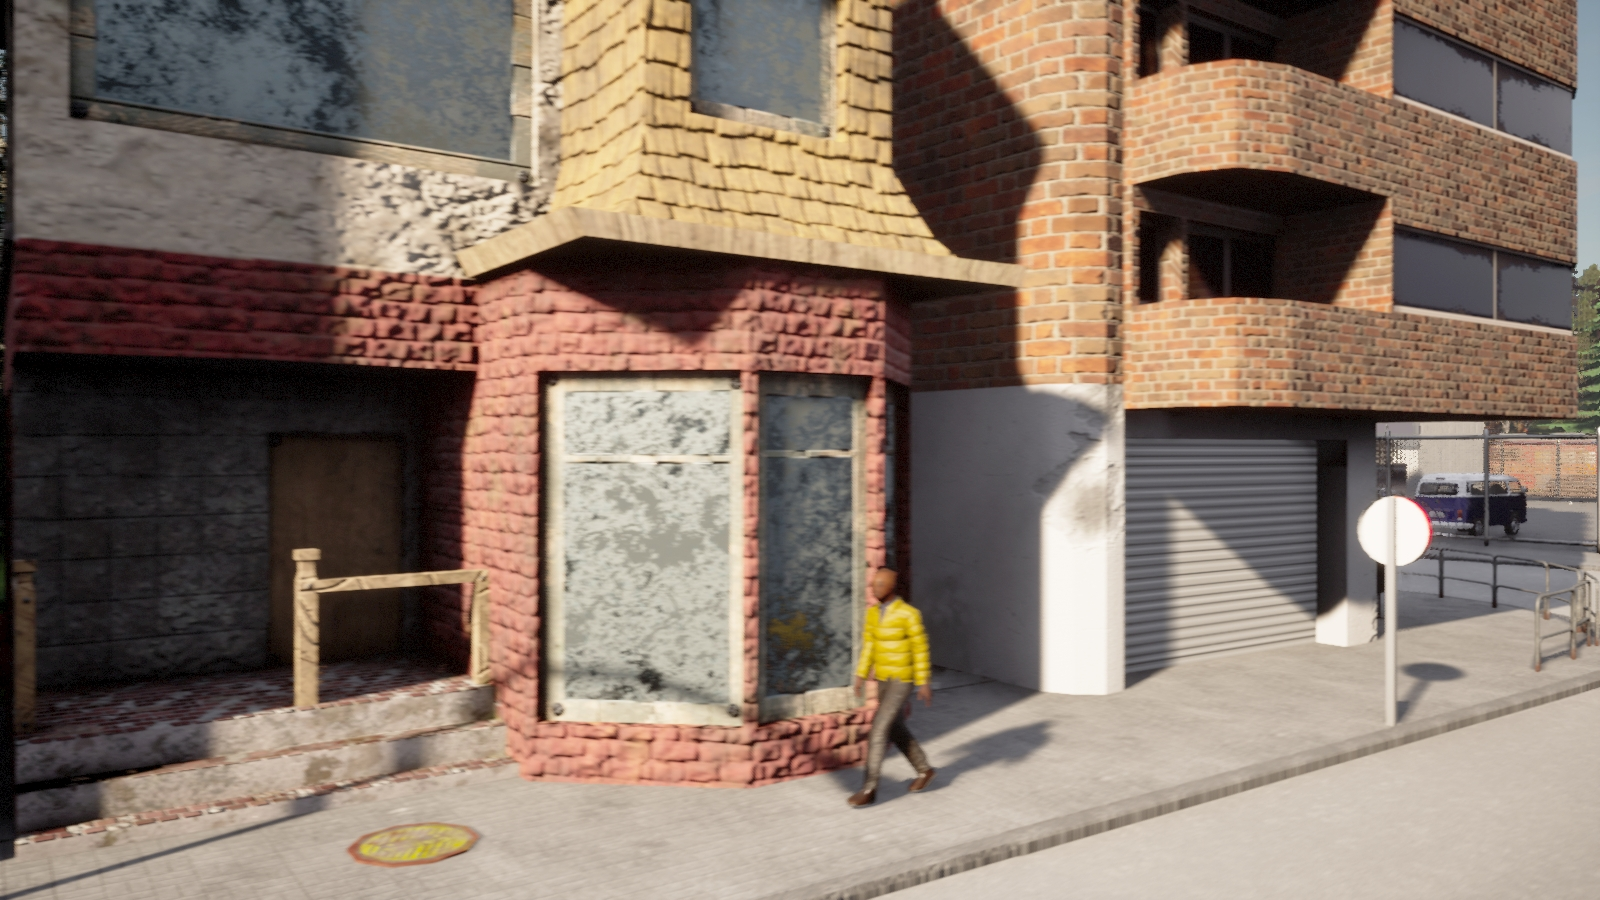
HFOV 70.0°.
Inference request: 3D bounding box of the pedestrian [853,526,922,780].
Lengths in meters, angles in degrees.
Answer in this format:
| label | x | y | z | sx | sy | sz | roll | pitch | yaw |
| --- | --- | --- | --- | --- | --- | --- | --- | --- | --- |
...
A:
| label | x | y | z | sx | sy | sz | roll | pitch | yaw |
| --- | --- | --- | --- | --- | --- | --- | --- | --- | --- |
| pedestrian | 0.670 | 1.527 | 8.774 | 0.375 | 1.860 | 0.375 | 0 | 0 | -35 |
